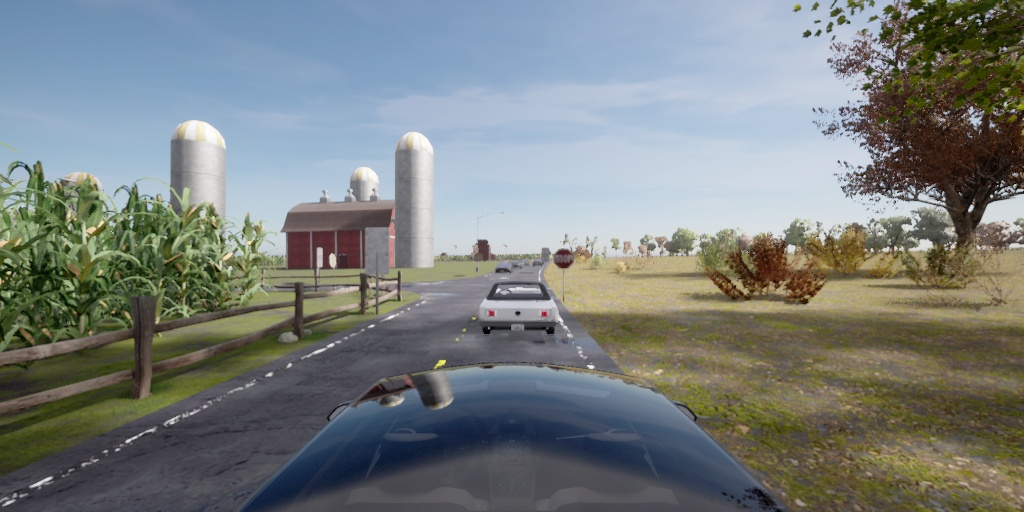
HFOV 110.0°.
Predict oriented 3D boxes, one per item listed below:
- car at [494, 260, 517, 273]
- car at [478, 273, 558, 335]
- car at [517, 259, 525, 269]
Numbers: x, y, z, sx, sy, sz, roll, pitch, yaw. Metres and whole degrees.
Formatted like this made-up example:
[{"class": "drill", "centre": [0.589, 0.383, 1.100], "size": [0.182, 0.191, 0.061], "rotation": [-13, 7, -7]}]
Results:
[{"class": "car", "centre": [-0.889, 1.356, 43.098], "size": [2.033, 1.411, 5.357], "rotation": [0, 0, 5]}, {"class": "car", "centre": [0.205, 1.366, 10.518], "size": [1.895, 1.301, 4.718], "rotation": [0, 0, 2]}, {"class": "car", "centre": [0.555, 1.381, 57.208], "size": [1.994, 1.385, 4.181], "rotation": [0, 0, 7]}]
